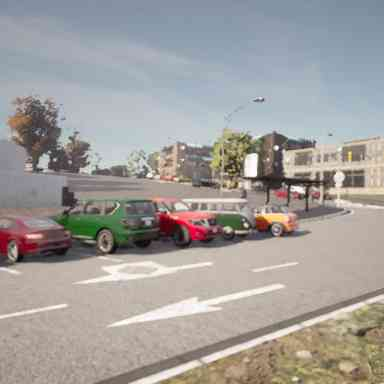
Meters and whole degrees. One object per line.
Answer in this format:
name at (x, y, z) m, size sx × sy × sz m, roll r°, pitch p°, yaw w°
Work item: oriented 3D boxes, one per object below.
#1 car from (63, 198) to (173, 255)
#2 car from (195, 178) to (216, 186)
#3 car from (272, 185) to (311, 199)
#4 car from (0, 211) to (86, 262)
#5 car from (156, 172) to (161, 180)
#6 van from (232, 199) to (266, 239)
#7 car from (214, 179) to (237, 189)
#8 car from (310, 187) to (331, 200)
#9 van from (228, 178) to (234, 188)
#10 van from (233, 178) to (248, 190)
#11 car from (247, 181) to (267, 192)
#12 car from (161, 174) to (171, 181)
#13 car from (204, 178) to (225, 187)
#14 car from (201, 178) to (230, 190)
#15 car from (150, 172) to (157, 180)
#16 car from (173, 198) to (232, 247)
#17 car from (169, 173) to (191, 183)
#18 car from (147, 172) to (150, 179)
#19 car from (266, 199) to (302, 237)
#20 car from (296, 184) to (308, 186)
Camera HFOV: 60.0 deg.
car at (-3.822, 1.274, 13.806) m, size 5.566 × 2.045 × 2.435 m, roll -1°, pitch -1°, yaw 35°
car at (2.932, -2.093, 69.650) m, size 2.002 × 1.452 × 4.674 m, roll 7°, pitch 3°, yaw 35°
car at (12.031, 0.196, 41.318) m, size 1.994 × 1.385 × 4.181 m, roll 3°, pitch 4°, yaw -34°
car at (-6.249, 1.543, 12.044) m, size 4.674 × 1.452 × 2.002 m, roll -1°, pitch -1°, yaw 35°
car at (-5.827, -3.628, 81.879) m, size 2.185 × 1.767 × 4.553 m, roll 6°, pitch 2°, yaw 34°
van at (1.225, 1.343, 17.188) m, size 4.442 × 1.987 × 1.878 m, roll -1°, pitch -1°, yaw 35°
car at (6.510, -1.586, 64.871) m, size 1.946 × 1.575 × 5.366 m, roll 7°, pitch 3°, yaw 35°
car at (18.489, 0.363, 47.458) m, size 2.002 × 1.452 × 4.674 m, roll 7°, pitch 3°, yaw 35°
van at (8.088, -1.539, 62.141) m, size 1.878 × 1.987 × 4.442 m, roll 7°, pitch 3°, yaw 35°
van at (9.819, -1.266, 59.671) m, size 1.878 × 1.987 × 4.442 m, roll 7°, pitch 3°, yaw 35°
car at (11.580, -0.767, 57.310) m, size 2.231 × 1.521 × 4.892 m, roll 7°, pitch 3°, yaw 35°
car at (-4.031, -3.476, 79.415) m, size 2.435 × 2.045 × 5.566 m, roll 7°, pitch 3°, yaw 34°
car at (4.677, -1.819, 67.189) m, size 2.002 × 1.452 × 4.674 m, roll 7°, pitch 3°, yaw 35°
car at (3.228, -1.254, 53.631) m, size 2.128 × 1.511 × 4.902 m, roll 3°, pitch 4°, yaw -36°
car at (-7.560, -3.863, 84.347) m, size 2.185 × 1.767 × 4.553 m, roll 4°, pitch 1°, yaw 33°
car at (-1.311, 1.296, 15.514) m, size 5.566 × 2.045 × 2.435 m, roll -1°, pitch -1°, yaw 35°
car at (-2.179, -2.952, 77.156) m, size 1.946 × 1.575 × 5.366 m, roll 7°, pitch 3°, yaw 34°
car at (-9.333, -4.141, 86.693) m, size 2.435 × 2.045 × 5.566 m, roll 1°, pitch -2°, yaw 34°
car at (3.631, 1.467, 18.941) m, size 4.553 × 1.767 × 2.185 m, roll -1°, pitch -1°, yaw 35°
car at (16.797, -0.200, 49.929) m, size 2.435 × 2.045 × 5.566 m, roll 7°, pitch 3°, yaw 35°
